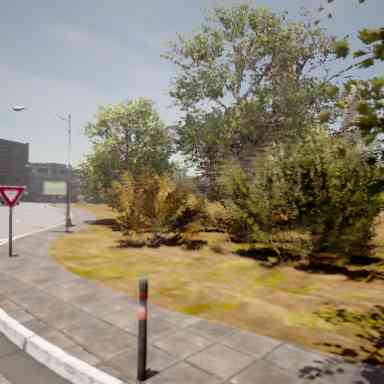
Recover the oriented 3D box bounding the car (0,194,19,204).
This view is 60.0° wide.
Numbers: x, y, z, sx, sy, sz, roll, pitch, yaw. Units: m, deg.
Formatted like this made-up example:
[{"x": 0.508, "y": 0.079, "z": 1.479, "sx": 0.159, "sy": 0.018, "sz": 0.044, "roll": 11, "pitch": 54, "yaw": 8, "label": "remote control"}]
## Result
[{"x": -24.657, "y": 0.984, "z": 44.458, "sx": 1.837, "sy": 1.490, "sz": 4.892, "roll": 0, "pitch": 1, "yaw": -13, "label": "car"}]
